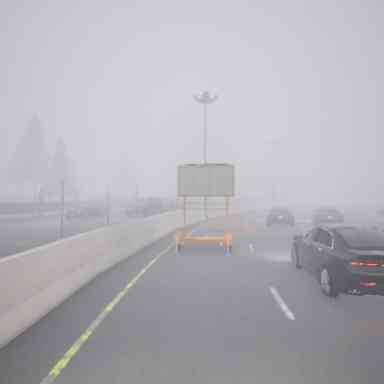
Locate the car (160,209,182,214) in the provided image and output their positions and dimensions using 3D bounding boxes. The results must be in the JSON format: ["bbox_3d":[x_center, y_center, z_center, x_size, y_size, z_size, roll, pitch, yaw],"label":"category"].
[{"bbox_3d":[-1.968,1.892,33.569,1.994,1.385,4.181,0,-1,18],"label":"car"}]

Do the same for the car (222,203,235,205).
[{"bbox_3d":[7.904,2.029,67.800,2.097,1.767,4.553,0,-1,36],"label":"car"}]

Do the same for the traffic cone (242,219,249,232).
[{"bbox_3d":[3.311,2.163,20.638,0.340,0.580,0.340,0,-1,10],"label":"traffic cone"}]

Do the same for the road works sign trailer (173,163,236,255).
[{"bbox_3d":[0.612,0.604,14.026,2.380,3.560,2.880,0,-1,10],"label":"road works sign trailer"}]

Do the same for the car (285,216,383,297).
[{"bbox_3d":[3.957,1.596,8.708,1.837,1.490,4.892,0,-1,4],"label":"car"}]

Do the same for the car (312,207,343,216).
[{"bbox_3d":[10.539,1.832,26.023,1.994,1.385,4.181,0,-1,15],"label":"car"}]

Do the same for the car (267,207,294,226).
[{"bbox_3d":[6.912,1.827,25.961,1.994,1.385,4.181,0,-1,15],"label":"car"}]

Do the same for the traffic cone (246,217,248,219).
[{"bbox_3d":[3.664,2.182,22.607,0.340,0.580,0.340,0,-1,10],"label":"traffic cone"}]
